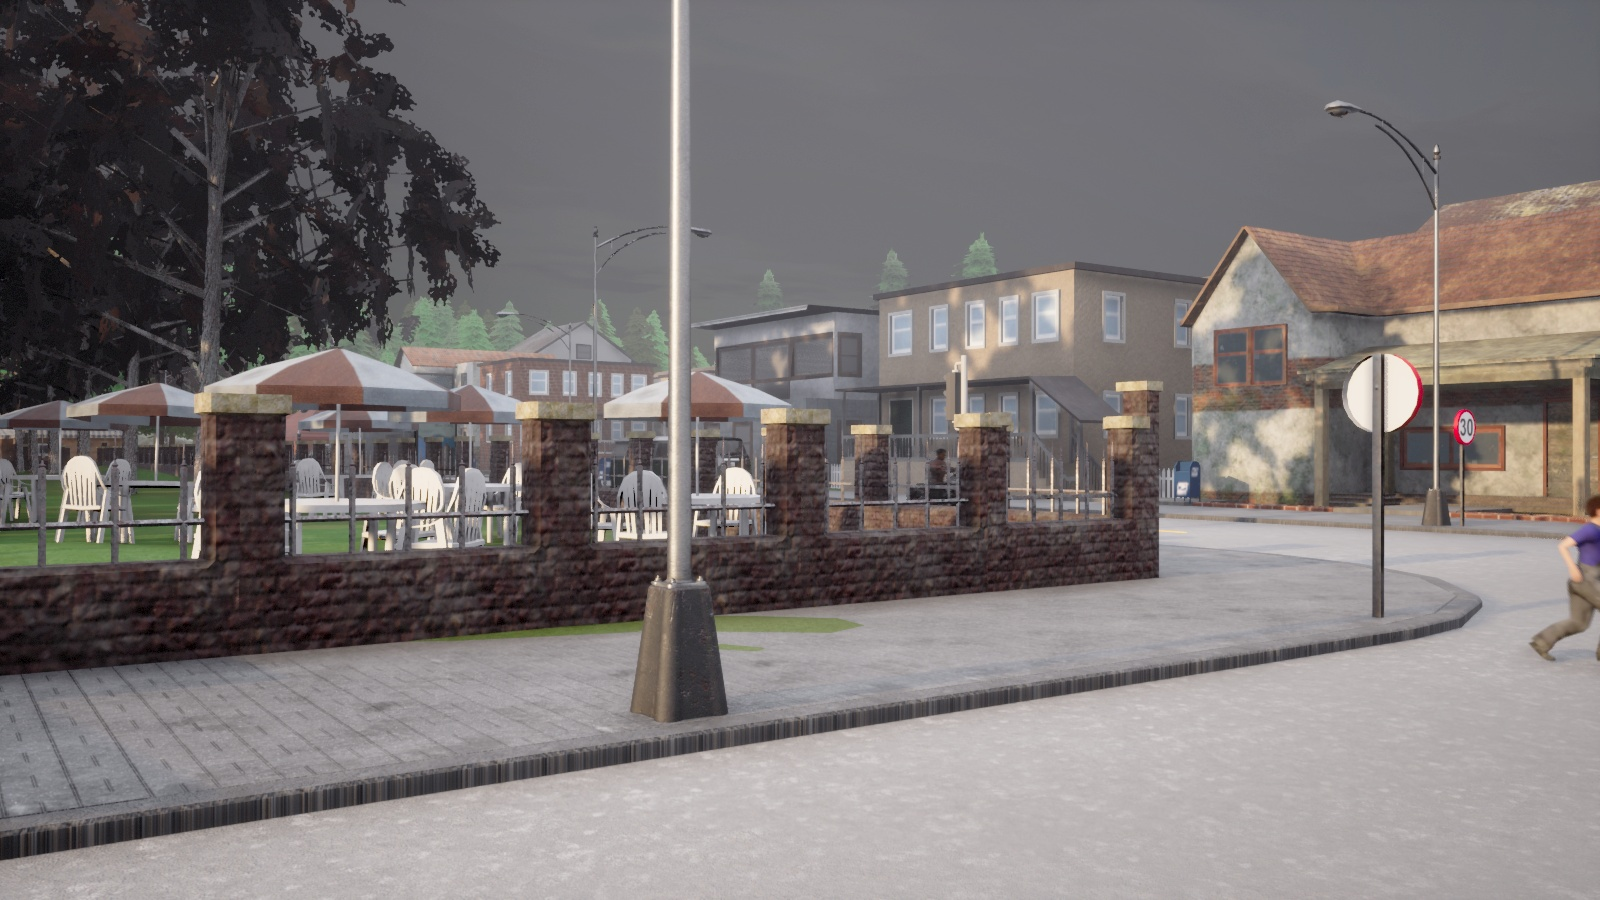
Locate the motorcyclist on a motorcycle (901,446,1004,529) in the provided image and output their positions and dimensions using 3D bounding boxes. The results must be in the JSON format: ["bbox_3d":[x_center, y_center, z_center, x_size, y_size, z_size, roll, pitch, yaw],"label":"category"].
[{"bbox_3d":[3.156,0.753,26.233,0.766,1.649,2.350,0,0,-35],"label":"motorcyclist on a motorcycle"}]

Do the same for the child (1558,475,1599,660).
[{"bbox_3d":[5.551,0.812,8.769,0.437,1.263,0.270,0,0,31],"label":"child"}]

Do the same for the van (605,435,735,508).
[{"bbox_3d":[-3.813,0.596,36.198,1.775,1.987,4.442,0,0,-35],"label":"van"}]

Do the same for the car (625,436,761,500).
[{"bbox_3d":[-3.768,0.577,43.111,2.150,2.045,5.566,0,0,-35],"label":"car"}]
